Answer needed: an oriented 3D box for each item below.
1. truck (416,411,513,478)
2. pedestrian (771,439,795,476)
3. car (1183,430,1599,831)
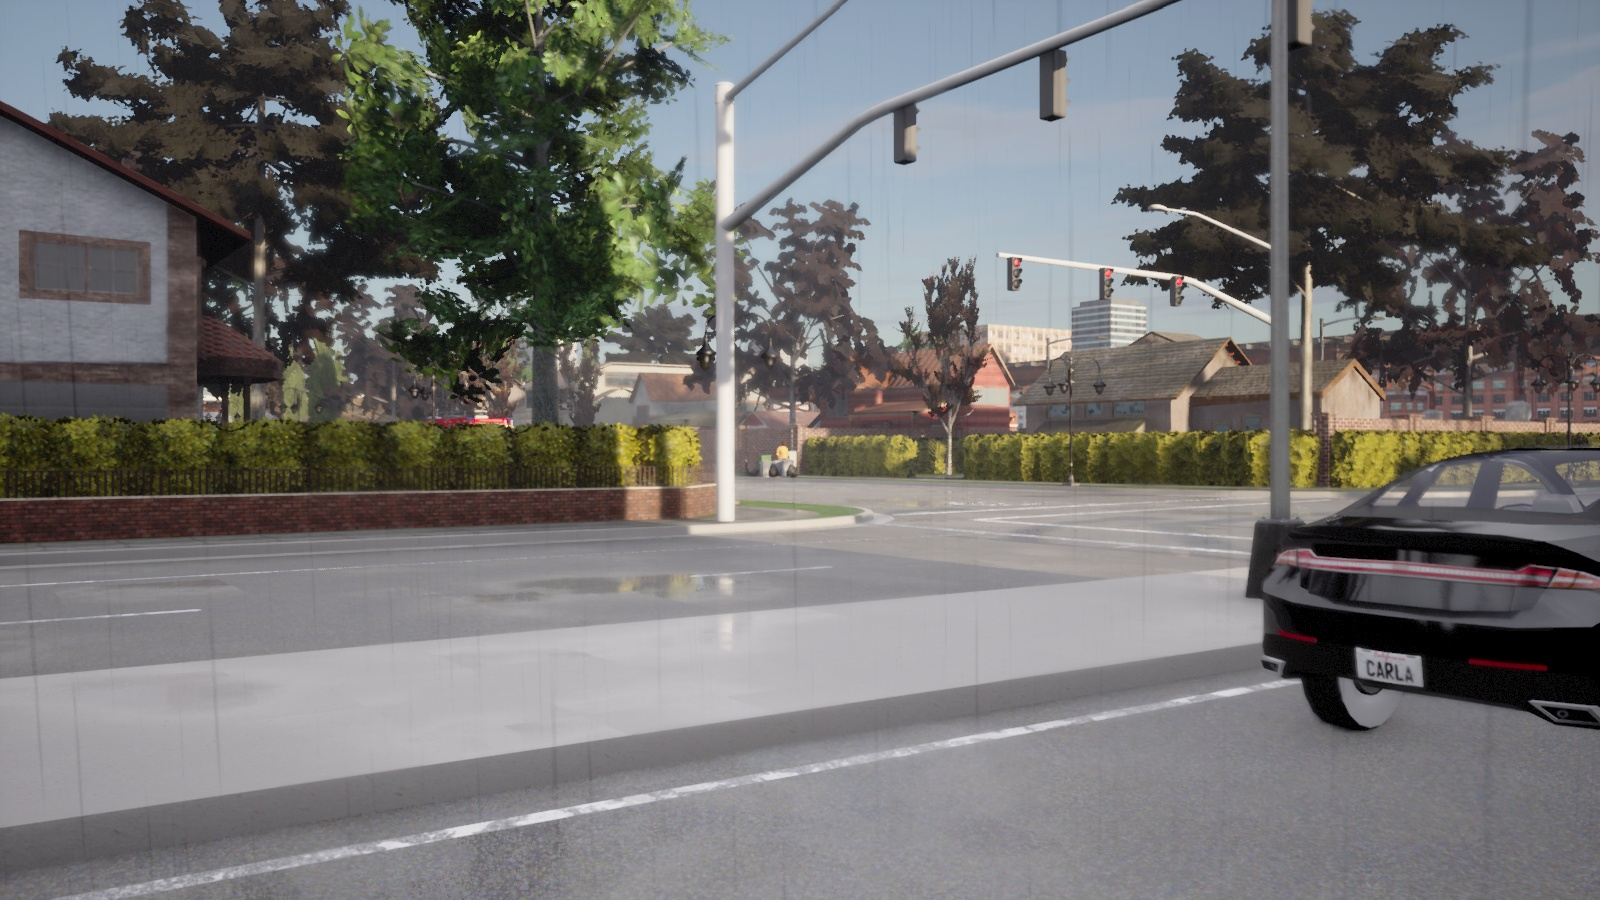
[{"bbox_3d":[-20.489,-0.333,76.368,2.891,3.827,8.468,0,0,-35],"label":"truck"},{"bbox_3d":[-0.855,0.389,63.283,0.874,1.855,0.900,0,0,-34],"label":"pedestrian"},{"bbox_3d":[4.546,0.671,6.823,4.902,1.511,2.128,0,0,-35],"label":"car"}]
